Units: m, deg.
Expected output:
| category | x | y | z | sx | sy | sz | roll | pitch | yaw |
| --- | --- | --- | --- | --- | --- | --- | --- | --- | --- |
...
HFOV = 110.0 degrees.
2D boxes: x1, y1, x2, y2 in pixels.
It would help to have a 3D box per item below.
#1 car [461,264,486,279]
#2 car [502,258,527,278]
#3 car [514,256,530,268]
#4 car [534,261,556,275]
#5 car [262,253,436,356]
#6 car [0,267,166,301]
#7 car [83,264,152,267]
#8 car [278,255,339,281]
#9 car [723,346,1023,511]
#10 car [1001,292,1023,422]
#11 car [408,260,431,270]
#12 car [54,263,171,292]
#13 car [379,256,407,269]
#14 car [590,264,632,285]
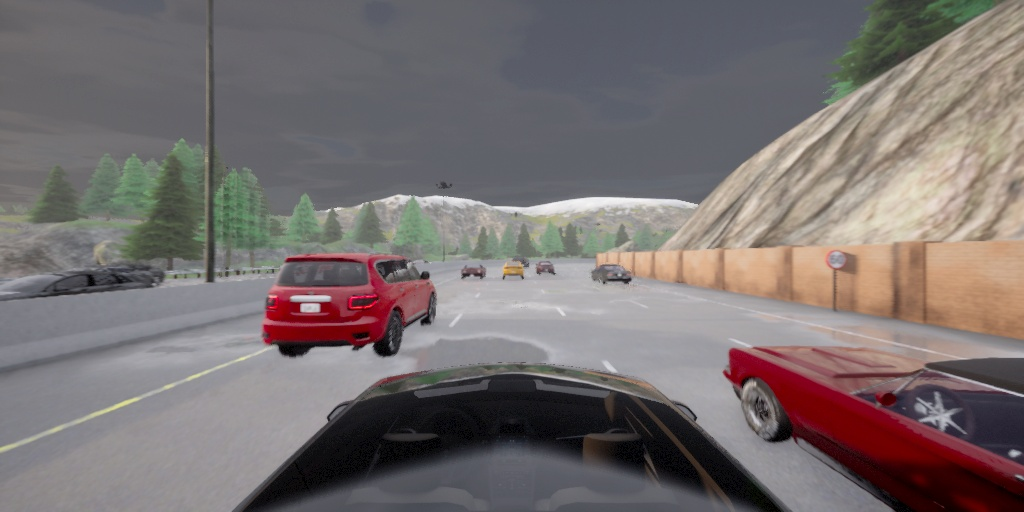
| category | x | y | z | sx | sy | sz | roll | pitch | yaw |
| --- | --- | --- | --- | --- | --- | --- | --- | --- | --- |
| car | -3.388 | 1.352 | 32.628 | 1.895 | 1.301 | 4.718 | 0 | 0 | 0 |
| car | 0.109 | 1.228 | 33.557 | 1.882 | 1.535 | 5.008 | 0 | 0 | 0 |
| car | 1.537 | 0.974 | 58.734 | 2.150 | 2.045 | 5.566 | -1 | 0 | 12 |
| car | 3.624 | 1.277 | 39.930 | 1.812 | 1.442 | 4.674 | 0 | 0 | 0 |
| car | -3.396 | 0.971 | 8.721 | 2.150 | 2.045 | 5.566 | 0 | 0 | 0 |
| car | -14.092 | 1.256 | 11.174 | 1.837 | 1.490 | 4.892 | 0 | 0 | 0 |
| car | -21.088 | 1.244 | 18.172 | 2.128 | 1.511 | 4.902 | 0 | 0 | 0 |
| car | -17.579 | 0.971 | 31.397 | 2.150 | 2.045 | 5.566 | 0 | 0 | 0 |
| car | 3.596 | 1.351 | 2.391 | 1.895 | 1.301 | 4.718 | 0 | 0 | 0 |
| car | 7.098 | 1.227 | 2.006 | 1.882 | 1.535 | 5.008 | 0 | 0 | 0 |
| car | -13.537 | 1.278 | 52.867 | 1.812 | 1.442 | 4.674 | 0 | 0 | 6 |
| car | -24.582 | 1.257 | 22.418 | 1.837 | 1.490 | 4.892 | 0 | 0 | 0 |
| car | -19.689 | 0.983 | 59.739 | 2.150 | 2.045 | 5.566 | 0 | 0 | 9 |
| car | 7.113 | 1.298 | 26.203 | 2.033 | 1.411 | 5.357 | 0 | 0 | 0 |
